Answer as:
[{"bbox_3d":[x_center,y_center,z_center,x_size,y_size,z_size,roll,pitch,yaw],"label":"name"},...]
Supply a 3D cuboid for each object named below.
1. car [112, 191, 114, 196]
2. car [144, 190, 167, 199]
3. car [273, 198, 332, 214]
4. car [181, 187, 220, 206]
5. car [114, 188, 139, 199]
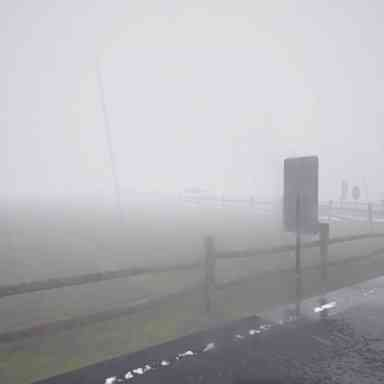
[{"bbox_3d":[-14.064,0.120,65.481,2.128,1.511,4.902,1,1,-35],"label":"car"},{"bbox_3d":[-5.977,0.423,53.974,1.882,1.535,5.008,1,0,-35],"label":"car"},{"bbox_3d":[9.046,1.086,27.454,1.882,1.535,5.008,1,1,-35],"label":"car"},{"bbox_3d":[0.930,0.502,39.022,2.150,2.045,5.566,1,1,-35],"label":"car"},{"bbox_3d":[-10.676,0.171,55.708,2.097,1.767,4.553,1,1,-35],"label":"car"}]
